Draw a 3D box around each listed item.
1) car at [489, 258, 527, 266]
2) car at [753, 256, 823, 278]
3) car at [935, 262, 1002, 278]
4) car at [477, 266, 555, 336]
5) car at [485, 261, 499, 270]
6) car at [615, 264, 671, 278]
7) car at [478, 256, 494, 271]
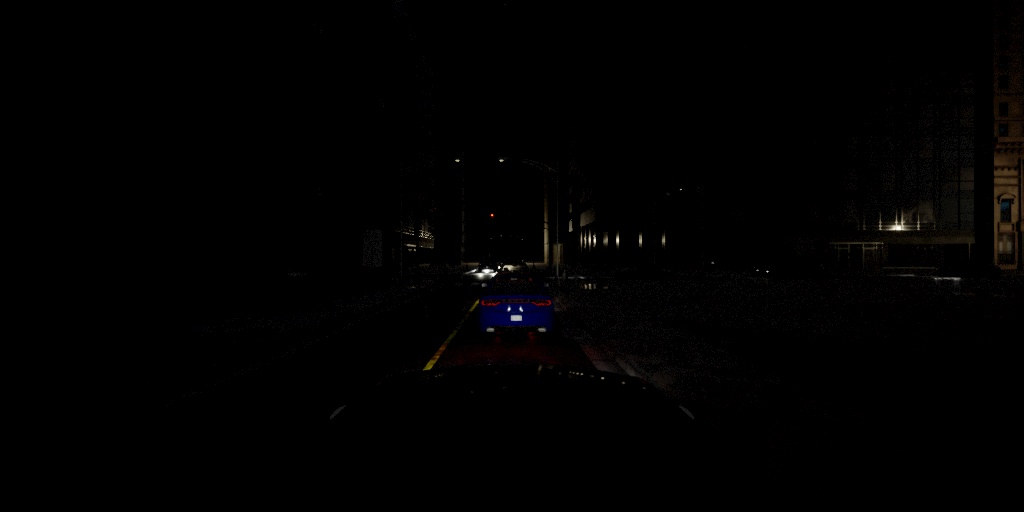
[{"bbox_3d":[0.152,1.107,19.325,2.097,1.767,4.553,0,0,2],"label":"car"},{"bbox_3d":[25.615,0.983,33.354,5.566,2.045,2.150,0,0,0],"label":"car"},{"bbox_3d":[42.388,1.255,33.311,4.674,1.442,1.812,0,0,0],"label":"car"},{"bbox_3d":[0.099,1.229,10.456,1.882,1.535,5.008,0,0,0],"label":"car"},{"bbox_3d":[-3.100,1.391,56.083,1.895,1.301,4.718,0,0,0],"label":"car"},{"bbox_3d":[12.045,1.371,33.342,4.718,1.301,1.895,0,0,3],"label":"car"},{"bbox_3d":[-3.107,1.000,45.870,2.150,2.045,5.566,0,0,-2],"label":"car"}]
